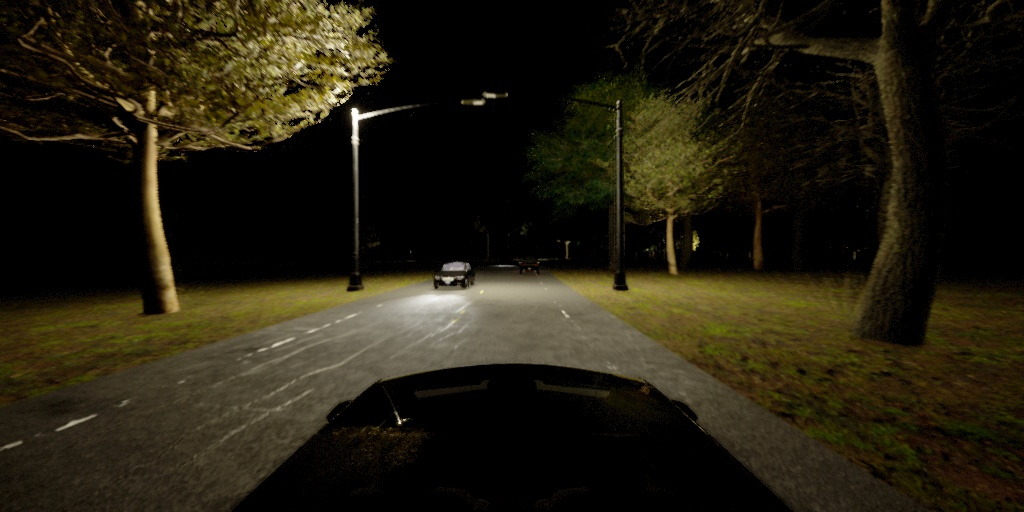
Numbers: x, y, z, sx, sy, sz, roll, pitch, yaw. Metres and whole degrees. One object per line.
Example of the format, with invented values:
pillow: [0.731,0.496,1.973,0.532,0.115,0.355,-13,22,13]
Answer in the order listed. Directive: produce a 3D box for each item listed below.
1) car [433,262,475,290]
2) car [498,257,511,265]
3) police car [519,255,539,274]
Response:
car: [-3.365,1.132,21.598,2.128,1.511,4.902,0,0,2]
car: [-1.206,0.865,62.470,1.994,1.385,4.181,0,1,5]
police car: [1.740,0.951,36.147,1.930,1.638,5.238,0,0,2]
